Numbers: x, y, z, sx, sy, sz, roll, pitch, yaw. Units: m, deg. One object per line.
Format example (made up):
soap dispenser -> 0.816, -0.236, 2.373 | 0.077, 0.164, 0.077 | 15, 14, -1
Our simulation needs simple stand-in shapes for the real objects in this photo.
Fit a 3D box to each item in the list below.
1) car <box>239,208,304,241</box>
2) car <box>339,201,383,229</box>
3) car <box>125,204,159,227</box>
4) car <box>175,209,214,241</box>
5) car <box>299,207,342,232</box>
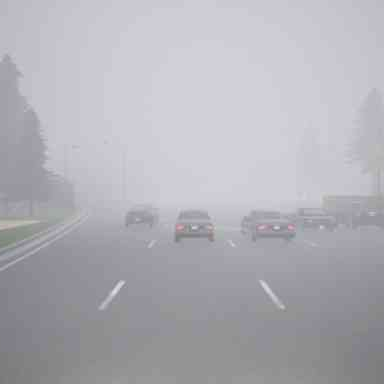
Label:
car -> 3.606, 1.569, 16.658 | 2.033, 1.411, 5.357 | 0, 0, 0
car -> 10.606, 1.379, 21.723 | 2.097, 1.767, 4.553 | 0, 0, 0
car -> -3.392, 1.555, 23.030 | 1.812, 1.442, 4.674 | 0, 0, 0
car -> 0.106, 1.569, 16.660 | 2.033, 1.411, 5.357 | 0, 0, 0
car -> 7.106, 1.627, 20.467 | 1.895, 1.301, 4.718 | 0, 0, 0
